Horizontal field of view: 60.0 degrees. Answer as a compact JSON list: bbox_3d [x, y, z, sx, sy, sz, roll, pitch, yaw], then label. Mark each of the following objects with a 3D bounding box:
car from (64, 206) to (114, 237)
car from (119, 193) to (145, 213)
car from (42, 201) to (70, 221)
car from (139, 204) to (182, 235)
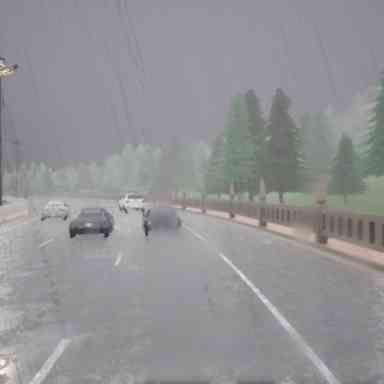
[{"bbox_3d":[-5.269,1.533,17.832,1.994,1.385,4.181,0,0,-10],"label":"car"},{"bbox_3d":[-6.607,1.144,36.346,2.150,2.045,5.566,0,0,-19],"label":"car"},{"bbox_3d":[-10.983,1.489,27.014,1.812,1.442,4.674,0,0,-16],"label":"car"},{"bbox_3d":[-1.812,1.555,18.579,1.895,1.301,4.718,0,0,-10],"label":"car"}]
